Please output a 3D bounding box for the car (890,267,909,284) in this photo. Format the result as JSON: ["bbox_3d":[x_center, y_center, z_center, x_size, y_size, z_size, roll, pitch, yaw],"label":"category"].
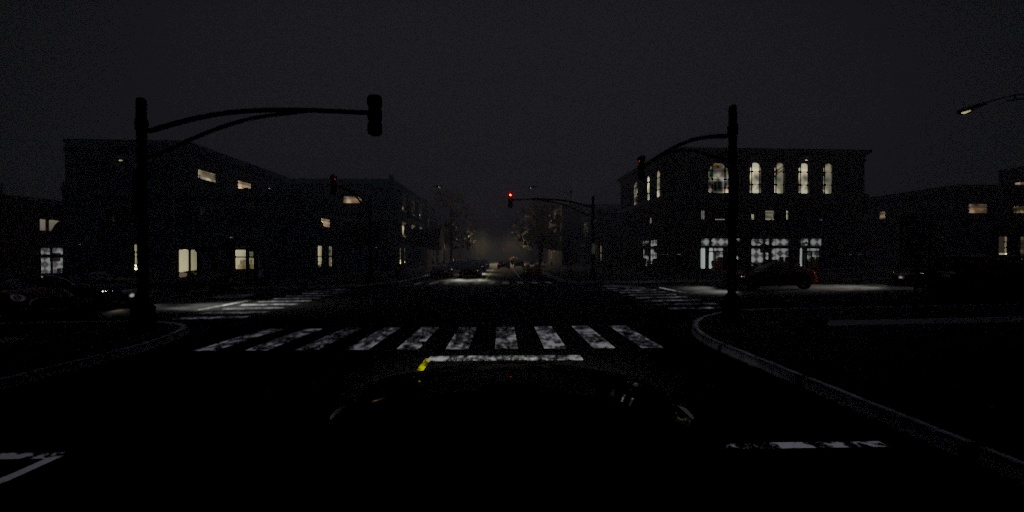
[{"bbox_3d":[24.409,0.903,20.366,4.902,1.511,2.128,-1,1,-2],"label":"car"}]

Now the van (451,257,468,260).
[{"bbox_3d":[-6.775,1.074,44.683,1.690,1.789,3.998,0,0,-1],"label":"van"}]

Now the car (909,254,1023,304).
[{"bbox_3d":[19.642,0.840,14.370,5.009,1.841,2.192,0,0,-2],"label":"car"}]

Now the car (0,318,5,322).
[{"bbox_3d":[-5.661,1.295,1.086,1.888,1.381,4.507,0,0,-1],"label":"car"}]

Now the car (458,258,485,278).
[{"bbox_3d":[-3.920,1.215,34.421,1.882,1.535,5.008,0,0,-2],"label":"car"}]

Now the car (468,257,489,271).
[{"bbox_3d":[-4.180,1.211,44.460,1.882,1.535,5.008,0,0,-1],"label":"car"}]

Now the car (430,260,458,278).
[{"bbox_3d":[-6.492,1.319,33.595,1.802,1.307,4.207,0,0,-1],"label":"car"}]

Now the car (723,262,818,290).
[{"bbox_3d":[14.306,1.060,19.928,4.674,1.442,1.812,-1,1,-2],"label":"car"}]

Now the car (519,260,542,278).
[{"bbox_3d":[1.881,1.263,33.979,1.751,1.417,4.829,0,0,-1],"label":"car"}]

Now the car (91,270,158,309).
[{"bbox_3d":[-18.774,1.452,15.286,4.902,1.511,2.128,-1,1,-2],"label":"car"}]

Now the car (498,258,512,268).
[{"bbox_3d":[-1.330,1.328,58.198,1.895,1.301,4.718,0,0,-1],"label":"car"}]

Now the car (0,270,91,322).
[{"bbox_3d":[-18.346,1.420,12.752,4.097,1.591,1.967,0,0,-2],"label":"car"}]

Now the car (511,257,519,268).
[{"bbox_3d":[1.178,1.276,61.531,2.007,1.370,4.403,0,0,-1],"label":"car"}]

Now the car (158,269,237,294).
[{"bbox_3d":[-18.678,1.469,21.093,4.313,1.339,1.948,0,0,-2],"label":"car"}]
